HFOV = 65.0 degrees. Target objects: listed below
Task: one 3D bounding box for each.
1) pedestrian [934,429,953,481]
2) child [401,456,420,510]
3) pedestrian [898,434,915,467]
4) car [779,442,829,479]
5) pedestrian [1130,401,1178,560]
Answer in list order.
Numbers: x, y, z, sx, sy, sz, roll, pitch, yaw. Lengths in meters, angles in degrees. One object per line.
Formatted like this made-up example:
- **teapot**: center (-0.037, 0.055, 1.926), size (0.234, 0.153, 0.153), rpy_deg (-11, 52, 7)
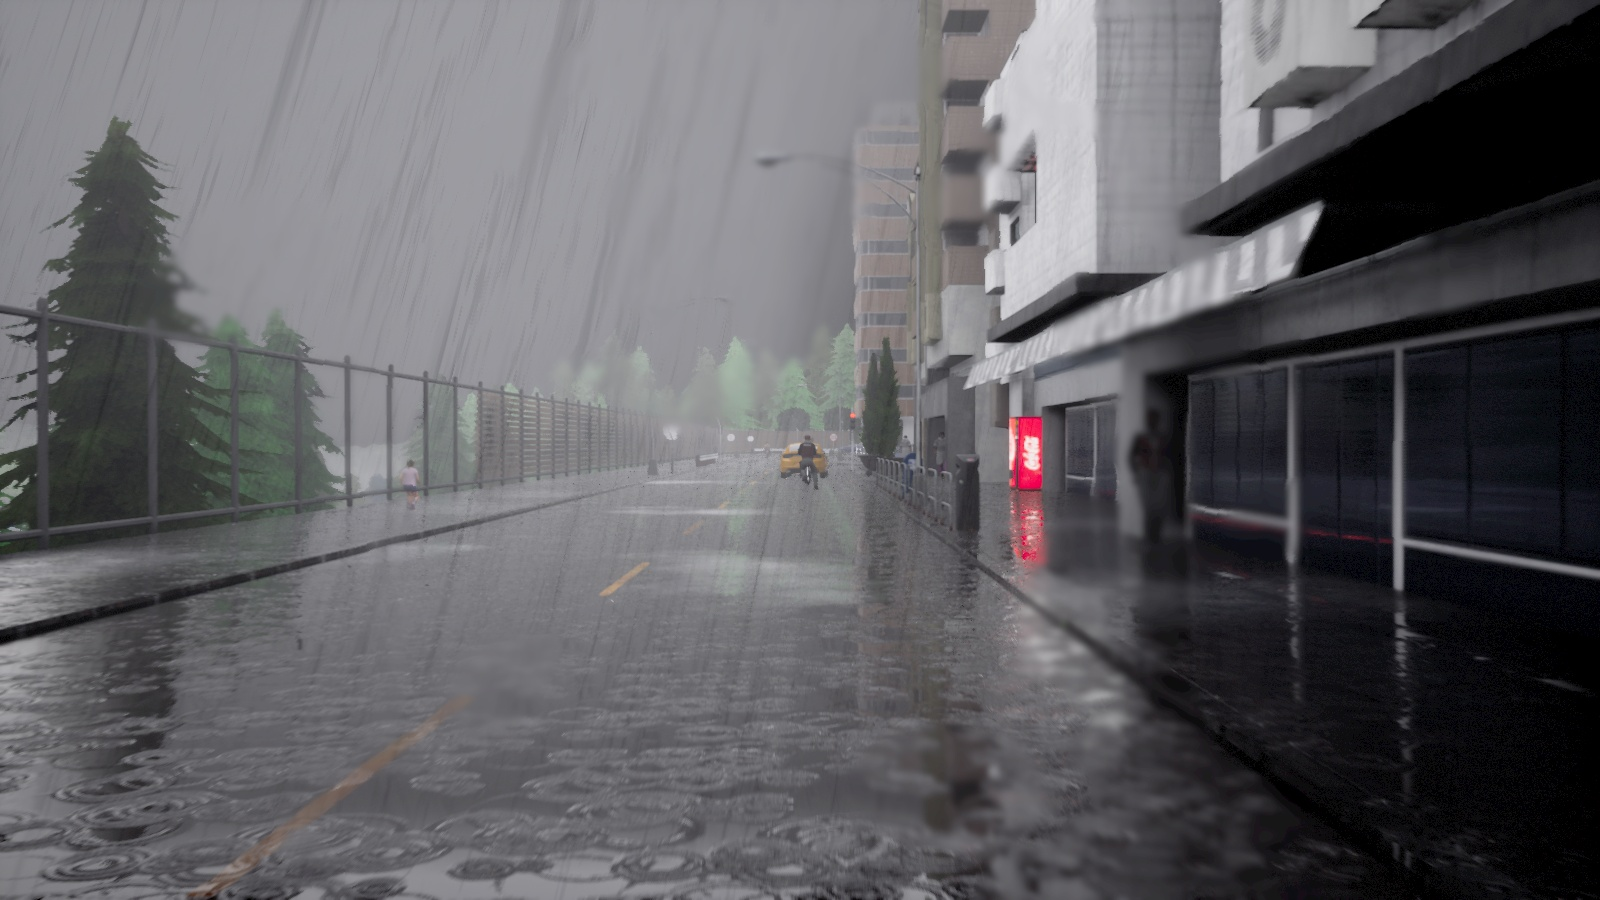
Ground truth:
- **pedestrian**: center (5.445, 0.192, 47.703), size (0.659, 1.952, 0.873), rpy_deg (0, 0, 1)
- **child**: center (-8.117, 0.682, 26.171), size (0.255, 1.110, 0.394), rpy_deg (0, 0, 1)
- **pedestrian**: center (6.304, 0.040, 74.314), size (0.659, 1.952, 0.873), rpy_deg (0, 0, 34)
- **car**: center (0.214, 0.419, 54.269), size (1.882, 1.535, 5.008), rpy_deg (0, 0, 3)
- **pedestrian**: center (4.391, 0.372, 15.599), size (0.402, 1.930, 0.666), rpy_deg (0, 0, 0)
